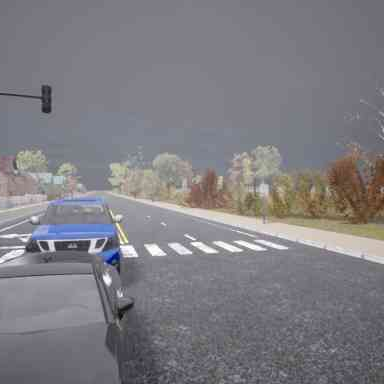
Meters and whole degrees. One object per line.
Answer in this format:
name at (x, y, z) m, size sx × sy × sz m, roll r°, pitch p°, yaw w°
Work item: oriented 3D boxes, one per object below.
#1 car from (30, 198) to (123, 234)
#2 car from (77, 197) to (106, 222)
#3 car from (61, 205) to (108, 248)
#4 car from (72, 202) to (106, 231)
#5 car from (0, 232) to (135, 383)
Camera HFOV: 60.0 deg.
car at (-3.364, 1.218, 9.951) m, size 2.150 × 2.045 × 5.566 m, roll 0°, pitch 0°, yaw -15°
car at (-8.219, 1.337, 27.482) m, size 2.097 × 1.767 × 4.553 m, roll 0°, pitch 0°, yaw -16°
car at (-5.045, 1.498, 16.016) m, size 1.837 × 1.490 × 4.892 m, roll 0°, pitch 0°, yaw -15°
car at (-6.636, 1.468, 21.755) m, size 1.882 × 1.535 × 5.008 m, roll 0°, pitch 0°, yaw -16°
car at (-1.700, 1.524, 3.868) m, size 1.812 × 1.442 × 4.674 m, roll 0°, pitch 0°, yaw -13°
